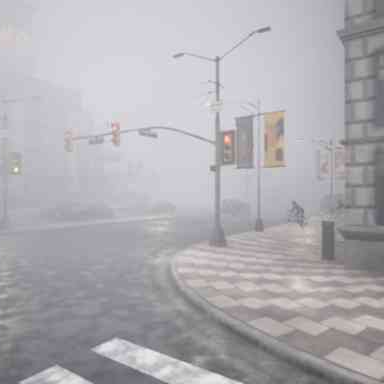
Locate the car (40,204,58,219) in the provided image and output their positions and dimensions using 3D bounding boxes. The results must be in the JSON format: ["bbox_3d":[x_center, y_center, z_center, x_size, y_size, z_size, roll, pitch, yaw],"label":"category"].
[{"bbox_3d":[-11.920,1.692,31.558,1.837,1.490,4.892,0,0,35],"label":"car"}]

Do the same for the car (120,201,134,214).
[{"bbox_3d":[-6.275,1.767,39.500,2.033,1.411,5.357,0,0,36],"label":"car"}]

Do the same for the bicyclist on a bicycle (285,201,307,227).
[{"bbox_3d":[6.714,1.403,21.519,0.582,1.620,1.656,0,-1,-39],"label":"bicyclist on a bicycle"}]

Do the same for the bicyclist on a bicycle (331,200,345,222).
[{"bbox_3d":[10.879,1.410,24.100,1.656,1.620,0.582,0,0,1],"label":"bicyclist on a bicycle"}]

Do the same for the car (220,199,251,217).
[{"bbox_3d":[4.339,1.526,34.332,2.097,1.767,4.553,0,0,35],"label":"car"}]

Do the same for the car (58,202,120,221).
[{"bbox_3d":[-9.062,1.697,29.551,1.812,1.442,4.674,0,0,36],"label":"car"}]

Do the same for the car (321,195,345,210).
[{"bbox_3d":[20.474,1.430,46.080,5.566,2.045,2.150,0,-1,-24],"label":"car"}]

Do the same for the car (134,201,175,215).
[{"bbox_3d":[-3.794,1.727,36.950,1.812,1.442,4.674,0,0,36],"label":"car"}]
